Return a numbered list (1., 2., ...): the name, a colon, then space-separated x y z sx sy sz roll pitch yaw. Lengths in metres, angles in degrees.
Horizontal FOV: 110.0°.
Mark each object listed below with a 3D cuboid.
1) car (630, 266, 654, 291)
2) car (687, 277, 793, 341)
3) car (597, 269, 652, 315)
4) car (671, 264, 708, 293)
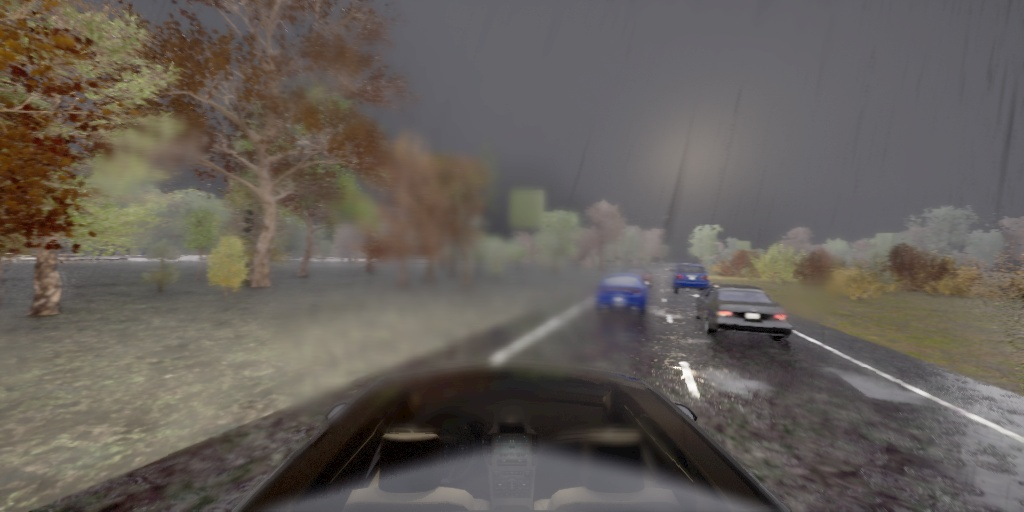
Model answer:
1. car: 10.117 1.711 28.459 2.097 1.767 4.553 1 -1 23
2. car: 6.957 1.602 11.298 2.033 1.411 5.357 1 -1 22
3. car: 4.937 1.536 15.624 1.882 1.535 5.008 1 -1 22
4. car: 12.959 1.626 26.197 2.150 2.045 5.566 1 -1 23
